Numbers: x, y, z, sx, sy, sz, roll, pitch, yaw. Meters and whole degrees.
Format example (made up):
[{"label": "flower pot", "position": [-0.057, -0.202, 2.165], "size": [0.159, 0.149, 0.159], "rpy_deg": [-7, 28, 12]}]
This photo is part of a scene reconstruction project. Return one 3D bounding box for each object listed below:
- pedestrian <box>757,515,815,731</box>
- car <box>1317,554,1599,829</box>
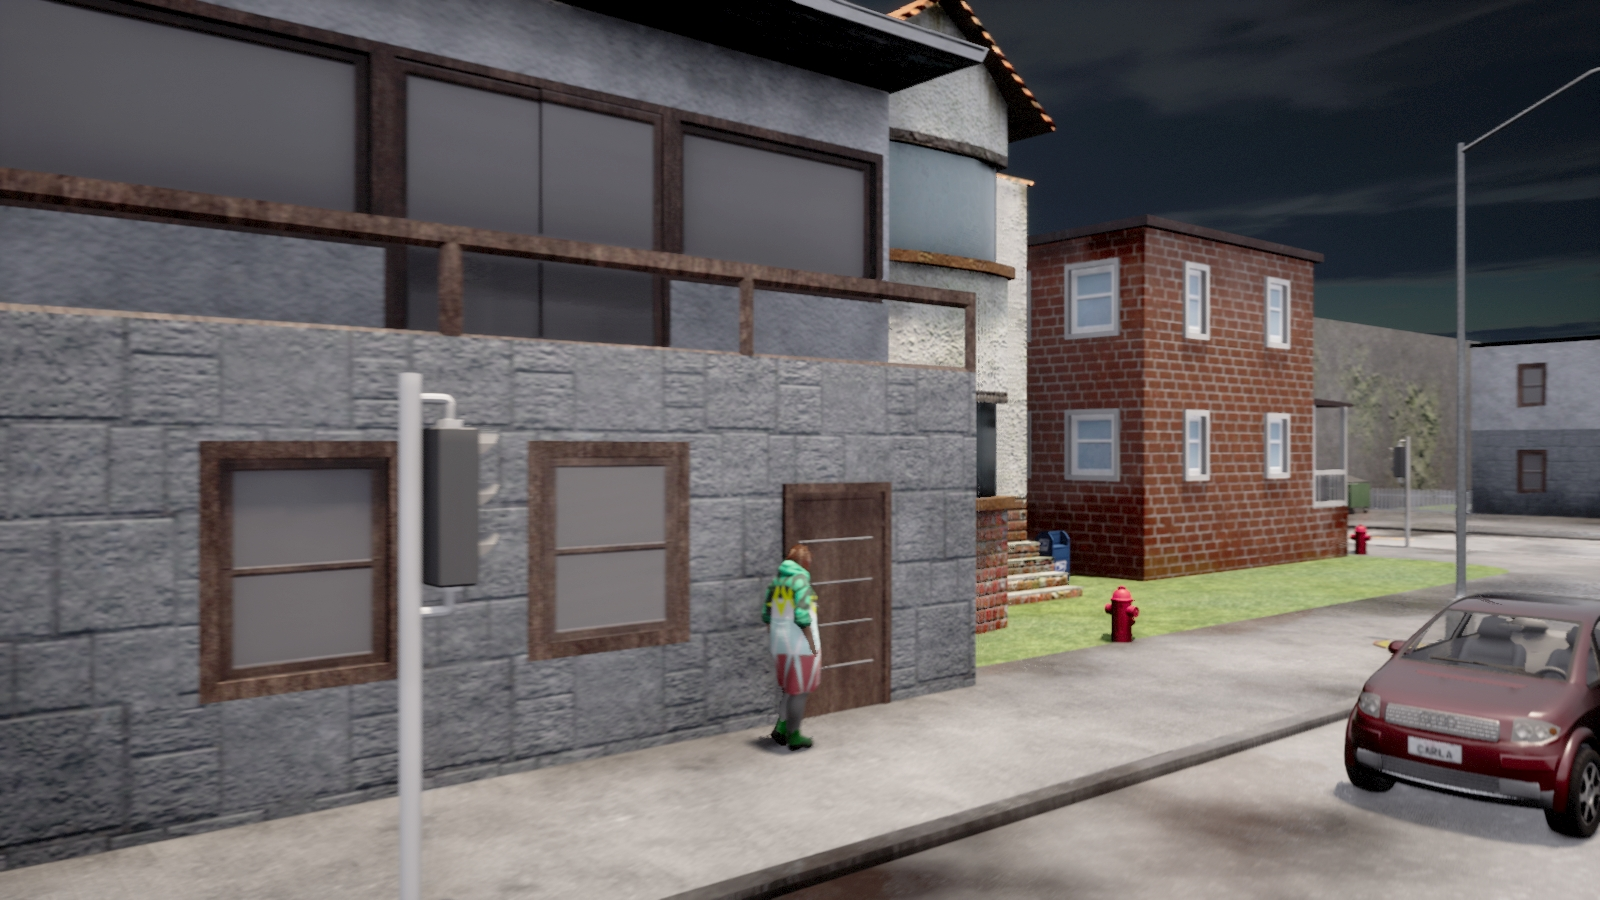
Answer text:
[{"label": "pedestrian", "position": [-0.126, 1.526, 10.263], "size": [0.375, 1.860, 0.375], "rpy_deg": [0, 0, -39]}, {"label": "car", "position": [6.159, 1.816, 9.655], "size": [3.705, 1.549, 1.789], "rpy_deg": [0, 0, -39]}]
